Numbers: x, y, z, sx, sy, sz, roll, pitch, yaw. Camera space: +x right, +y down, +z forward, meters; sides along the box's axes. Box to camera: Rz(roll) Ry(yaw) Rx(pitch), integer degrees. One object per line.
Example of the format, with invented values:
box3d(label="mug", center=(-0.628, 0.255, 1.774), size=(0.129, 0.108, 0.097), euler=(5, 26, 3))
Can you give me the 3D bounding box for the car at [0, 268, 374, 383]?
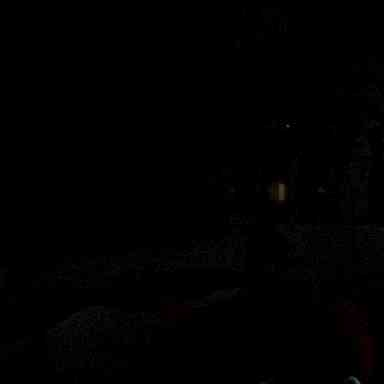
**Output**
box3d(label="car", center=(-0.206, 1.527, 2.901), size=(4.674, 1.442, 1.812), euler=(-1, 0, -36))
